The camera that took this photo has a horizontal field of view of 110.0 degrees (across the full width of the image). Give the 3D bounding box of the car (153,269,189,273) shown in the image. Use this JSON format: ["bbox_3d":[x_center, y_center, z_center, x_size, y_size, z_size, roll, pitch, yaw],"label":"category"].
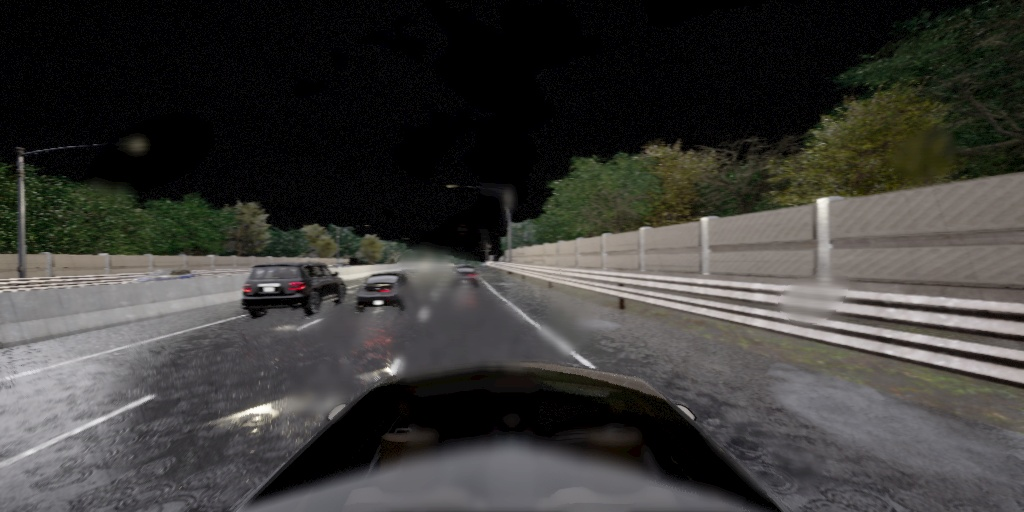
[{"bbox_3d":[-28.824,1.926,29.862,2.097,1.767,4.553,-1,0,-8],"label":"car"}]

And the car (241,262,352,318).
[{"bbox_3d":[-8.703,1.261,14.867,2.150,2.045,5.566,-1,0,-9],"label":"car"}]

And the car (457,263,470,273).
[{"bbox_3d":[-7.373,1.770,54.805,1.994,1.385,4.181,-1,0,-7],"label":"car"}]

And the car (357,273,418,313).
[{"bbox_3d":[-5.240,1.470,15.431,1.837,1.490,4.892,-1,0,-9],"label":"car"}]

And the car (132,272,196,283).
[{"bbox_3d":[-24.573,2.055,24.850,1.895,1.301,4.718,-1,0,-8],"label":"car"}]

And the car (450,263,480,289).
[{"bbox_3d":[-3.330,1.482,25.704,1.837,1.490,4.892,-1,0,-8],"label":"car"}]
